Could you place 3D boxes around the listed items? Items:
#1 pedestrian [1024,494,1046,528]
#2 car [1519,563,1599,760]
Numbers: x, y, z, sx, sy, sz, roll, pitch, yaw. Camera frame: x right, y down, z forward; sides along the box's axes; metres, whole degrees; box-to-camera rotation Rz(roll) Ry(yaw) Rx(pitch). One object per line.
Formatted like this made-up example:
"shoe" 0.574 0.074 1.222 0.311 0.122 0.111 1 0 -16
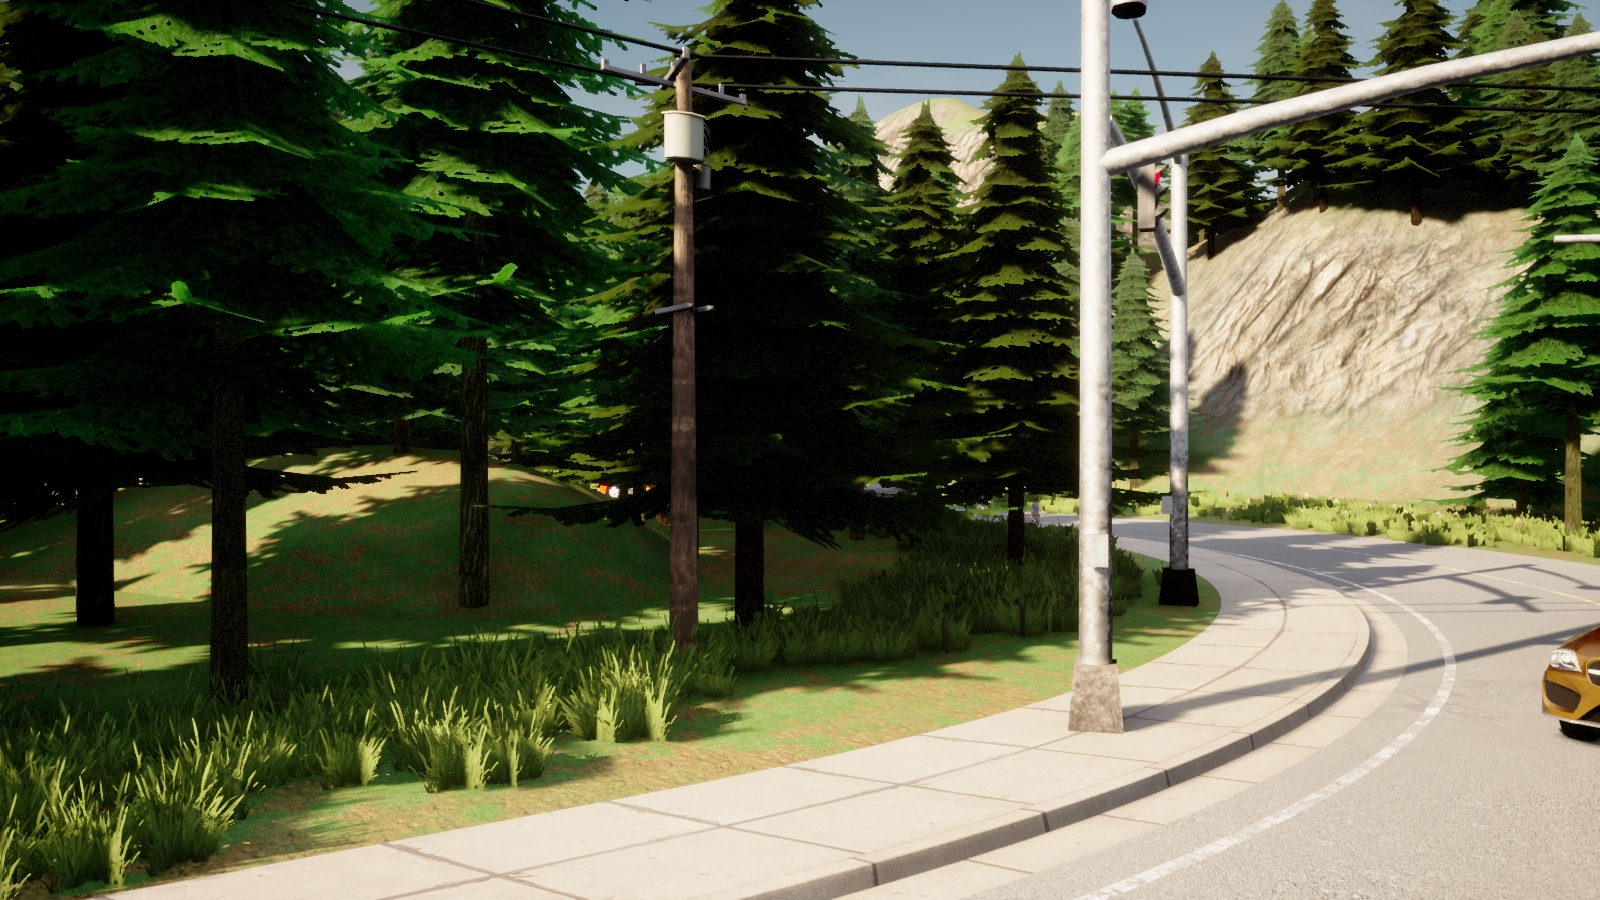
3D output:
"pedestrian" 7.851 2.049 38.185 0.500 1.100 0.500 0 0 -36
"car" 9.577 1.970 11.147 5.027 1.651 2.152 0 0 -29
